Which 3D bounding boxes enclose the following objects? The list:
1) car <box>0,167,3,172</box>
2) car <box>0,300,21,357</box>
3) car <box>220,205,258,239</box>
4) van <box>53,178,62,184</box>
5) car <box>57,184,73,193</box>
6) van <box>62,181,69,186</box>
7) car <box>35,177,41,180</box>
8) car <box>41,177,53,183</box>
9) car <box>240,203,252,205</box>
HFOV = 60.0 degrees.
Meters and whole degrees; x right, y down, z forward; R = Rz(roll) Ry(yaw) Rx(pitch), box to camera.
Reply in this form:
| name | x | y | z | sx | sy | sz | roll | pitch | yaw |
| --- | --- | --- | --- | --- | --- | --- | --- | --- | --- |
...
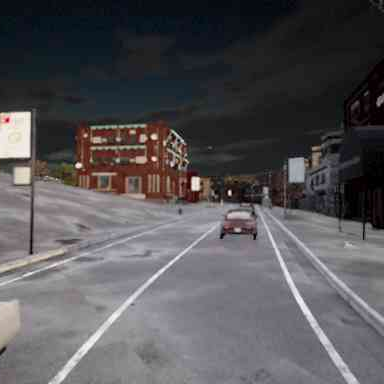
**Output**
| name | x | y | z | sx | sy | sz | roll | pitch | yaw |
| --- | --- | --- | --- | --- | --- | --- | --- | --- | --- |
| car | -24.755 | -2.914 | 39.266 | 2.435 | 2.045 | 5.566 | 0 | -3 | -1 |
| car | -3.214 | 1.586 | 2.056 | 1.895 | 1.301 | 4.718 | 0 | 0 | 3 |
| car | 2.553 | 1.641 | 17.923 | 1.812 | 1.442 | 4.674 | 0 | -1 | 10 |
| van | -26.144 | -1.691 | 61.448 | 1.878 | 1.987 | 4.442 | 1 | -3 | -5 |
| car | -27.482 | -0.726 | 72.325 | 2.163 | 1.488 | 4.792 | 1 | -4 | -7 |
| van | -26.768 | -1.340 | 66.940 | 1.878 | 1.987 | 4.442 | 1 | -4 | -6 |
| car | -25.245 | -2.072 | 50.273 | 2.002 | 1.452 | 4.674 | 0 | -3 | -3 |
| car | -25.648 | -1.764 | 55.792 | 2.002 | 1.452 | 4.674 | 1 | -3 | -4 |
| car | 6.242 | 1.976 | 38.324 | 2.128 | 1.511 | 4.902 | 0 | -1 | 10 |
